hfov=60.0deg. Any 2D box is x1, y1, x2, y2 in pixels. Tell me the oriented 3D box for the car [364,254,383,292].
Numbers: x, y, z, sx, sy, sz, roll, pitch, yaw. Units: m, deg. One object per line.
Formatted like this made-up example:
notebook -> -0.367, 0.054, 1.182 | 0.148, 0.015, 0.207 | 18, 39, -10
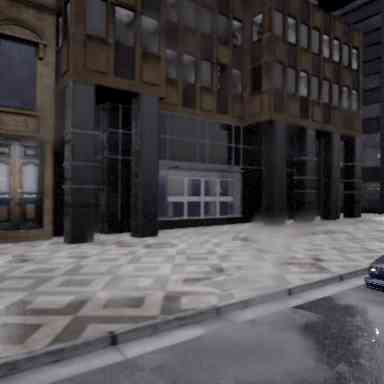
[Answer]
car -> 6.223, 1.534, 7.744 | 5.357, 1.411, 2.033 | 0, 0, -35
